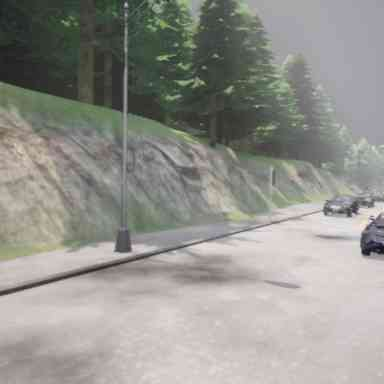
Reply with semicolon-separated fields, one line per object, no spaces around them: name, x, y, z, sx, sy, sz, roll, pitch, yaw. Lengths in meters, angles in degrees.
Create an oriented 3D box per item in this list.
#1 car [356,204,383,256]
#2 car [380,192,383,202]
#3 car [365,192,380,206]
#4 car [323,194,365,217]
car;7.099;1.362;11.431;1.994;1.385;4.181;2;2;34
car;26.595;0.704;47.728;1.994;1.385;4.181;2;2;34
car;18.363;0.877;35.599;2.033;1.411;5.357;2;2;34
car;11.413;0.982;25.315;2.128;1.511;4.902;2;2;34
